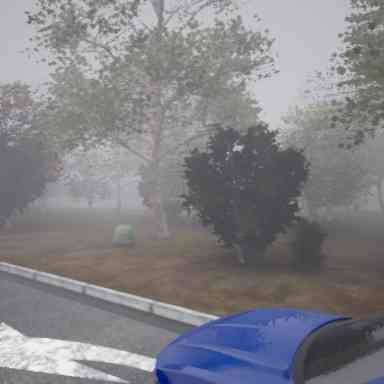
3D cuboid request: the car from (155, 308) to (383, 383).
[{"bbox_3d":[1.947,1.478,1.990,5.008,1.535,1.882,0,0,35],"label":"car"}]
